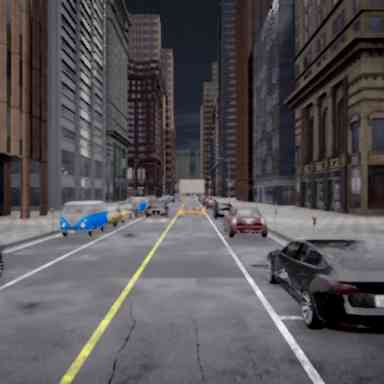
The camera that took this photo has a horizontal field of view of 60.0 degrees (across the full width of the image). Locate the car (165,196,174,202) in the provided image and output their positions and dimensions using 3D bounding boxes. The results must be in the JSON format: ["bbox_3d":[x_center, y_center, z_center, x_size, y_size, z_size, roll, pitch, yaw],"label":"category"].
[{"bbox_3d":[-5.781,1.813,85.684,1.802,1.307,4.206,0,0,0],"label":"car"}]

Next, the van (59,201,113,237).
[{"bbox_3d":[-5.769,1.382,18.046,1.690,1.788,3.998,0,0,0],"label":"van"}]

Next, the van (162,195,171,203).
[{"bbox_3d":[-5.780,1.534,74.412,1.690,1.788,3.998,0,0,0],"label":"van"}]

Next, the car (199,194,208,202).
[{"bbox_3d":[2.744,1.526,80.053,2.192,1.841,5.009,0,0,0],"label":"car"}]

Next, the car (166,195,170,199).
[{"bbox_3d":[-5.777,1.709,63.138,2.008,1.369,4.403,0,0,0],"label":"car"}]

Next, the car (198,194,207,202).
[{"bbox_3d":[2.743,1.546,85.689,2.192,1.841,5.009,0,0,0],"label":"car"}]

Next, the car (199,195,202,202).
[{"bbox_3d":[2.748,1.740,63.145,1.802,1.307,4.206,0,0,0],"label":"car"}]

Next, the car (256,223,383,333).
[{"bbox_3d":[2.759,1.581,6.782,1.947,1.339,4.313,0,0,0],"label":"car"}]

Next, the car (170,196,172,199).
[{"bbox_3d":[-5.778,1.757,68.775,1.802,1.307,4.206,0,0,0],"label":"car"}]

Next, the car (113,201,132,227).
[{"bbox_3d":[-5.769,1.579,23.512,1.752,1.417,4.829,0,0,0],"label":"car"}]

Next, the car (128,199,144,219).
[{"bbox_3d":[-5.770,1.619,29.318,2.008,1.369,4.403,0,0,0],"label":"car"}]

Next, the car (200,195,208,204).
[{"bbox_3d":[2.750,1.724,57.508,1.802,1.307,4.206,0,0,0],"label":"car"}]

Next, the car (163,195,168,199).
[{"bbox_3d":[-5.775,1.708,57.501,1.947,1.339,4.313,0,0,0],"label":"car"}]

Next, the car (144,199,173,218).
[{"bbox_3d":[-3.102,1.635,30.793,1.994,1.385,4.181,0,0,0],"label":"car"}]

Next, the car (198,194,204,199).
[{"bbox_3d":[2.747,1.615,68.781,1.967,1.590,4.097,0,0,0],"label":"car"}]

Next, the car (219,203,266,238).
[{"bbox_3d":[2.756,1.481,18.054,1.967,1.590,4.097,0,0,0],"label":"car"}]

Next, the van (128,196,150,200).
[{"bbox_3d":[-5.772,1.423,34.955,1.690,1.788,3.998,0,0,0],"label":"van"}]

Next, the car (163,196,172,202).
[{"bbox_3d":[-5.780,1.736,79.878,1.752,1.417,4.829,0,0,0],"label":"car"}]

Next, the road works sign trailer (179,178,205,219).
[{"bbox_3d":[-0.006,0.534,29.937,2.380,3.560,2.880,0,0,0],"label":"road works sign trailer"}]

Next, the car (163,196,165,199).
[{"bbox_3d":[-5.774,1.693,51.865,1.947,1.339,4.313,0,0,0],"label":"car"}]

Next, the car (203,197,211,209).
[{"bbox_3d":[2.752,1.694,46.236,1.802,1.307,4.206,0,0,0],"label":"car"}]

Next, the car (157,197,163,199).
[{"bbox_3d":[-5.774,1.427,46.229,2.192,1.841,5.009,0,0,0],"label":"car"}]

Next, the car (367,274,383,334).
[{"bbox_3d":[2.760,1.548,1.146,1.887,1.381,4.507,0,0,0],"label":"car"}]

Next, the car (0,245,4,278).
[{"bbox_3d":[-5.767,1.456,6.772,1.967,1.590,4.097,0,0,0],"label":"car"}]

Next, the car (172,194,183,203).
[{"bbox_3d":[-3.012,1.352,71.130,2.150,2.045,5.566,0,0,0],"label":"car"}]

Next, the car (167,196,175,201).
[{"bbox_3d":[-5.782,1.817,91.321,1.947,1.339,4.313,0,0,0],"label":"car"}]

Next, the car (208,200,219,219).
[{"bbox_3d":[2.755,1.634,29.326,1.947,1.339,4.313,0,0,0],"label":"car"}]

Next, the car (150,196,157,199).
[{"bbox_3d":[-5.773,1.537,40.591,1.967,1.590,4.097,0,0,0],"label":"car"}]
